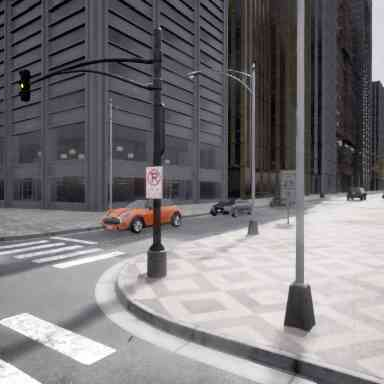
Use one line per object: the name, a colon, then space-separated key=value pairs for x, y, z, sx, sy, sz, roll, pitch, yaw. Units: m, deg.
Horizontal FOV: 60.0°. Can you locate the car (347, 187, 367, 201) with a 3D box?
car: x=25.564 y=0.275 z=51.582 sx=2.150 sy=2.045 sz=5.566 roll=0 pitch=1 yaw=35

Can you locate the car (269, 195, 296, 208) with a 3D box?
car: x=9.648 y=0.958 z=34.896 sx=1.994 sy=1.385 sz=4.181 roll=0 pitch=1 yaw=35

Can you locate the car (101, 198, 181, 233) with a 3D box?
car: x=-2.617 y=1.093 z=17.880 sx=2.097 sy=1.767 sz=4.553 roll=0 pitch=1 yaw=37

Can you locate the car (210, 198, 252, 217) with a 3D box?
car: x=3.148 y=1.140 z=25.845 sx=1.994 sy=1.385 sz=4.181 roll=0 pitch=1 yaw=36
